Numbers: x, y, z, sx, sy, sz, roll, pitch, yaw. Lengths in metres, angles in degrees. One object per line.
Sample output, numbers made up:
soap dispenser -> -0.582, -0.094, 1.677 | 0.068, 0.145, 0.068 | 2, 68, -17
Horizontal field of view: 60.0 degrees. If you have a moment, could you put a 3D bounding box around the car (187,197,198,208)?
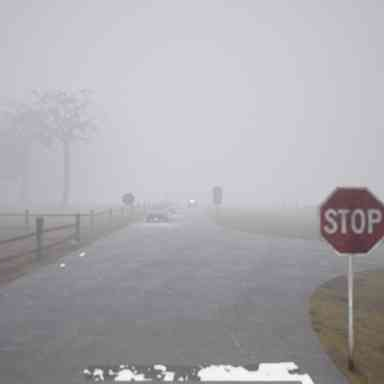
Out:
car -> 0.086, 2.109, 59.786 | 2.033, 1.411, 5.357 | 0, -1, 0

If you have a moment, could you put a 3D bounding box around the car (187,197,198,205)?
car -> 0.101, 1.907, 70.396 | 2.097, 1.767, 4.553 | 0, -1, 0

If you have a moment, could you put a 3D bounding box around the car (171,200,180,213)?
car -> -2.791, 1.849, 40.000 | 1.837, 1.490, 4.892 | 0, -1, 0

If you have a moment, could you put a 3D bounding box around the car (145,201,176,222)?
car -> -2.809, 1.783, 28.977 | 2.033, 1.411, 5.357 | 0, -1, 0
